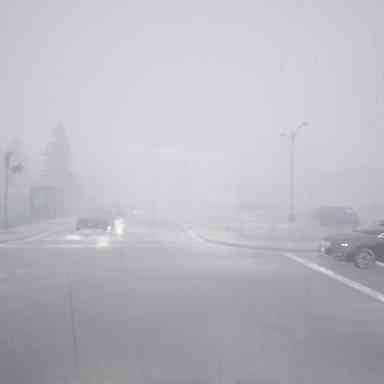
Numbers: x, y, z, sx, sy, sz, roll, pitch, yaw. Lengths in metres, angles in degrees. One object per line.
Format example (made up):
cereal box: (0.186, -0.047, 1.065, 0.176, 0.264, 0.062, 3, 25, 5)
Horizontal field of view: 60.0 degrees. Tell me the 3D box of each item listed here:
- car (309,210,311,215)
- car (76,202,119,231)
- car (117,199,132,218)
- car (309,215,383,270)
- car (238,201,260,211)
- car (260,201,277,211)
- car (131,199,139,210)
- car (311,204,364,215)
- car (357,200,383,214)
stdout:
car: (13.228, 1.993, 33.085, 1.970, 1.475, 3.806, 1, -1, -6)
car: (-6.303, 1.678, 22.120, 1.882, 1.535, 5.008, 1, -1, -6)
car: (-7.557, 1.818, 33.611, 2.128, 1.511, 4.902, 1, 0, -6)
car: (6.903, 1.723, 11.356, 4.902, 1.511, 2.128, 1, -1, -1)
car: (8.412, 2.112, 51.311, 2.007, 1.523, 4.514, 1, -1, -6)
car: (11.528, 2.151, 51.673, 2.152, 1.636, 5.027, 1, -1, -6)
car: (-9.490, 1.896, 52.177, 2.097, 1.767, 4.553, 1, -1, -6)
car: (10.998, 1.854, 25.407, 1.845, 1.501, 3.633, 1, -1, -6)
car: (24.074, 2.231, 45.207, 1.845, 1.501, 3.633, 1, -1, -6)
